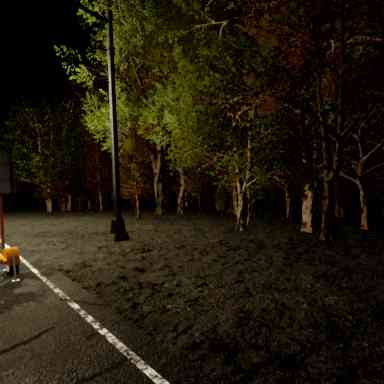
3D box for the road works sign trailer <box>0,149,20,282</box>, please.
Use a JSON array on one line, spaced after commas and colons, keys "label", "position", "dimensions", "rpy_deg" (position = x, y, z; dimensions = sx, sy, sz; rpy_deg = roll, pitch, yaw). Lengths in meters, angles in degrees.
[{"label": "road works sign trailer", "position": [-6.186, 0.537, 8.975], "dimensions": [2.380, 3.560, 2.880], "rpy_deg": [-3, 2, -36]}]
